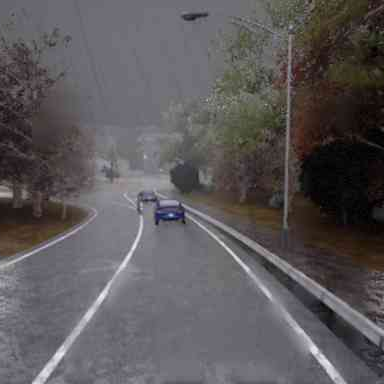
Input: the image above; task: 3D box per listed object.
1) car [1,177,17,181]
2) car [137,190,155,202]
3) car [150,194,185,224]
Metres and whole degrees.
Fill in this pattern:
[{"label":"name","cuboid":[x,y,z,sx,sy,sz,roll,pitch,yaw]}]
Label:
[{"label":"car","cuboid":[-43.753,-3.432,78.119,2.097,1.767,4.553,3,5,29]},{"label":"car","cuboid":[-5.150,0.436,38.123,1.994,1.385,4.181,-2,4,-16]},{"label":"car","cuboid":[-1.616,1.172,22.244,1.882,1.535,5.008,-1,1,-8]}]
